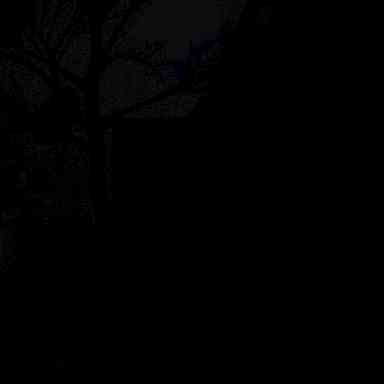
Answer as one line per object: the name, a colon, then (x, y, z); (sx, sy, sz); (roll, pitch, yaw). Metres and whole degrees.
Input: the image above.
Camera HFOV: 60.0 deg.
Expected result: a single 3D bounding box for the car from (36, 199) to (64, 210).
car: (-19.809, 1.699, 46.602); (1.812, 1.442, 4.674); (1, 0, 10)
